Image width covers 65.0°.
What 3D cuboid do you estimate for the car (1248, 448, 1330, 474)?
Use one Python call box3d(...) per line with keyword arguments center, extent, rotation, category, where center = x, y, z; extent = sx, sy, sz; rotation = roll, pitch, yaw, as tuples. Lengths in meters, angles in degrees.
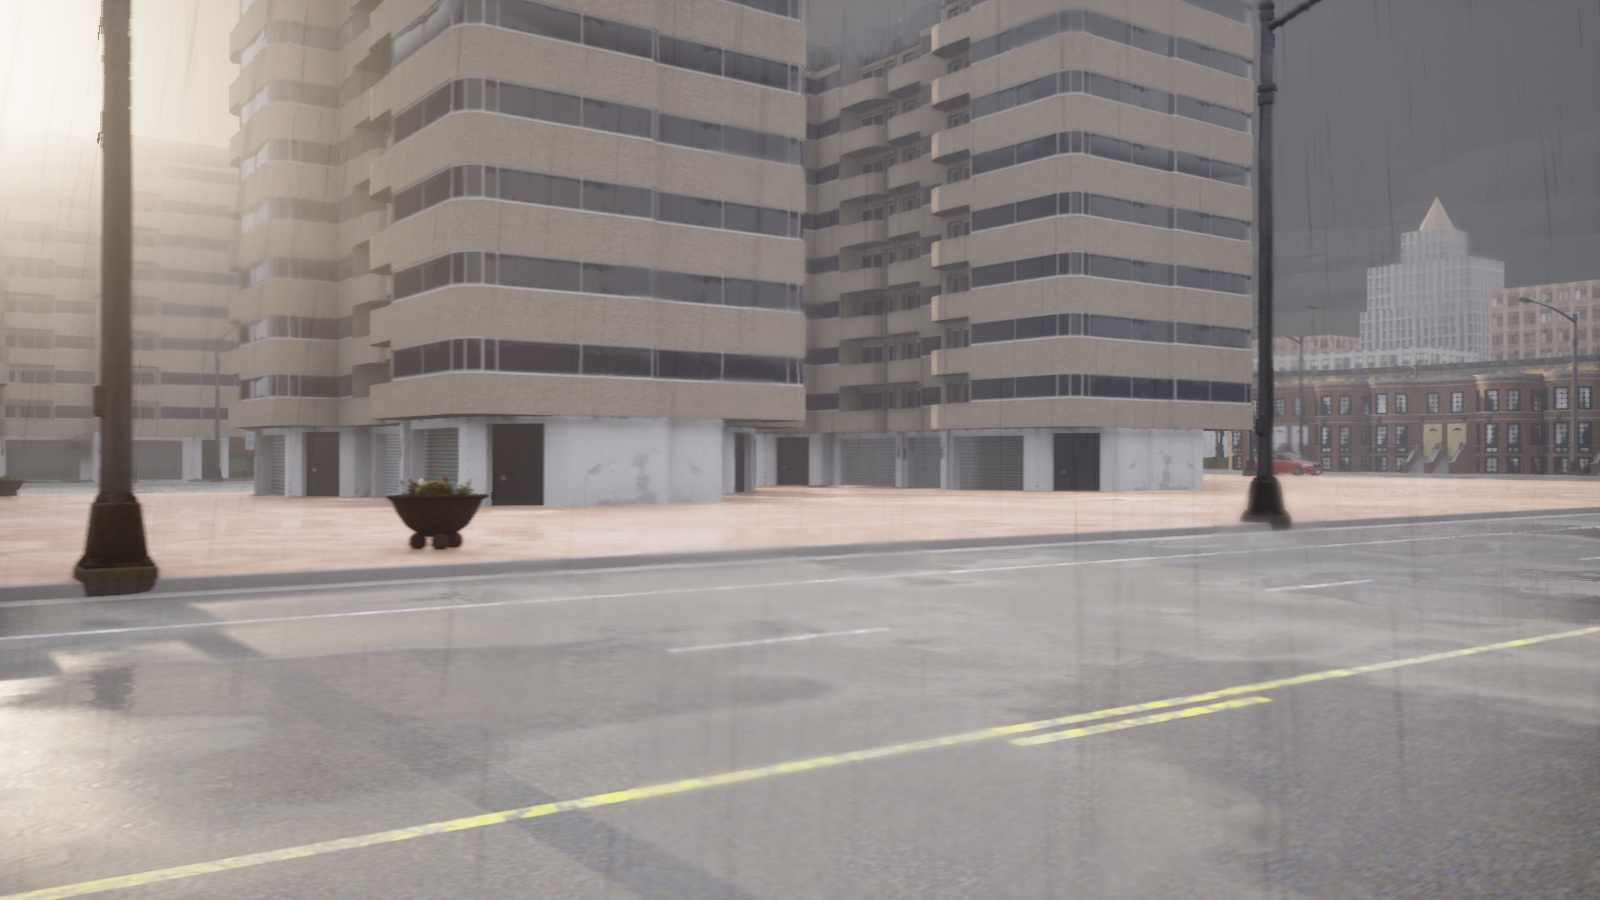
box3d(center=(32.376, 0.725, 83.305), extent=(2.242, 1.667, 4.611), rotation=(0, 0, -35), category="car")
